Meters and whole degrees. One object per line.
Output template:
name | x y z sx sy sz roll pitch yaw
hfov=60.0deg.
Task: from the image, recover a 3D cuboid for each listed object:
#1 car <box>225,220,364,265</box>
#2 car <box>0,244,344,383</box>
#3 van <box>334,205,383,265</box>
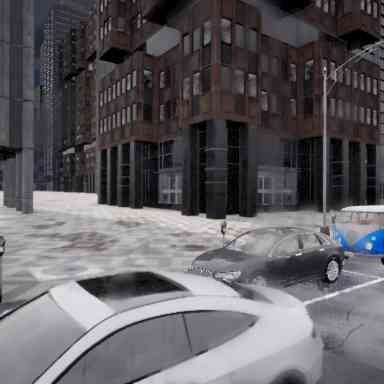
car | 1.939 1.551 8.020 4.403 1.369 2.008 0 0 -35
car | -0.778 1.526 2.806 4.674 1.442 1.812 0 0 -35
van | 6.445 1.342 11.218 3.998 1.788 1.690 0 0 -35
